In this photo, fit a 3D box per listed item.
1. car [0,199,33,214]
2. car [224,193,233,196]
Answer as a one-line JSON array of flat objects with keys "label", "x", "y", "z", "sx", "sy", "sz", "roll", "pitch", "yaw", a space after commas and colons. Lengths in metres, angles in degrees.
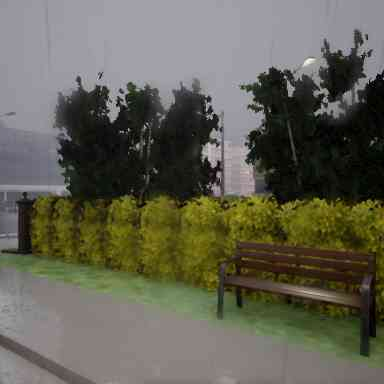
[{"label": "car", "x": -16.908, "y": 1.485, "z": 34.662, "sx": 1.812, "sy": 1.442, "sz": 4.674, "roll": 0, "pitch": 0, "yaw": 35}, {"label": "car", "x": 7.440, "y": 0.802, "z": 69.166, "sx": 1.895, "sy": 1.301, "sz": 4.718, "roll": 0, "pitch": 1, "yaw": 35}]
